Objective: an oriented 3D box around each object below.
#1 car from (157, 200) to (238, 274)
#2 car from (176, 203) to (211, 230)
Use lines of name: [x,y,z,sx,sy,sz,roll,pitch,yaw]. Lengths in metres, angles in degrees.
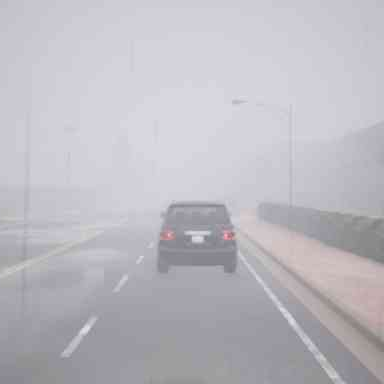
car: [0.109,1.253,10.780,2.150,2.045,5.566,0,0,-1]
car: [0.094,1.559,22.704,2.128,1.511,4.902,0,0,0]
